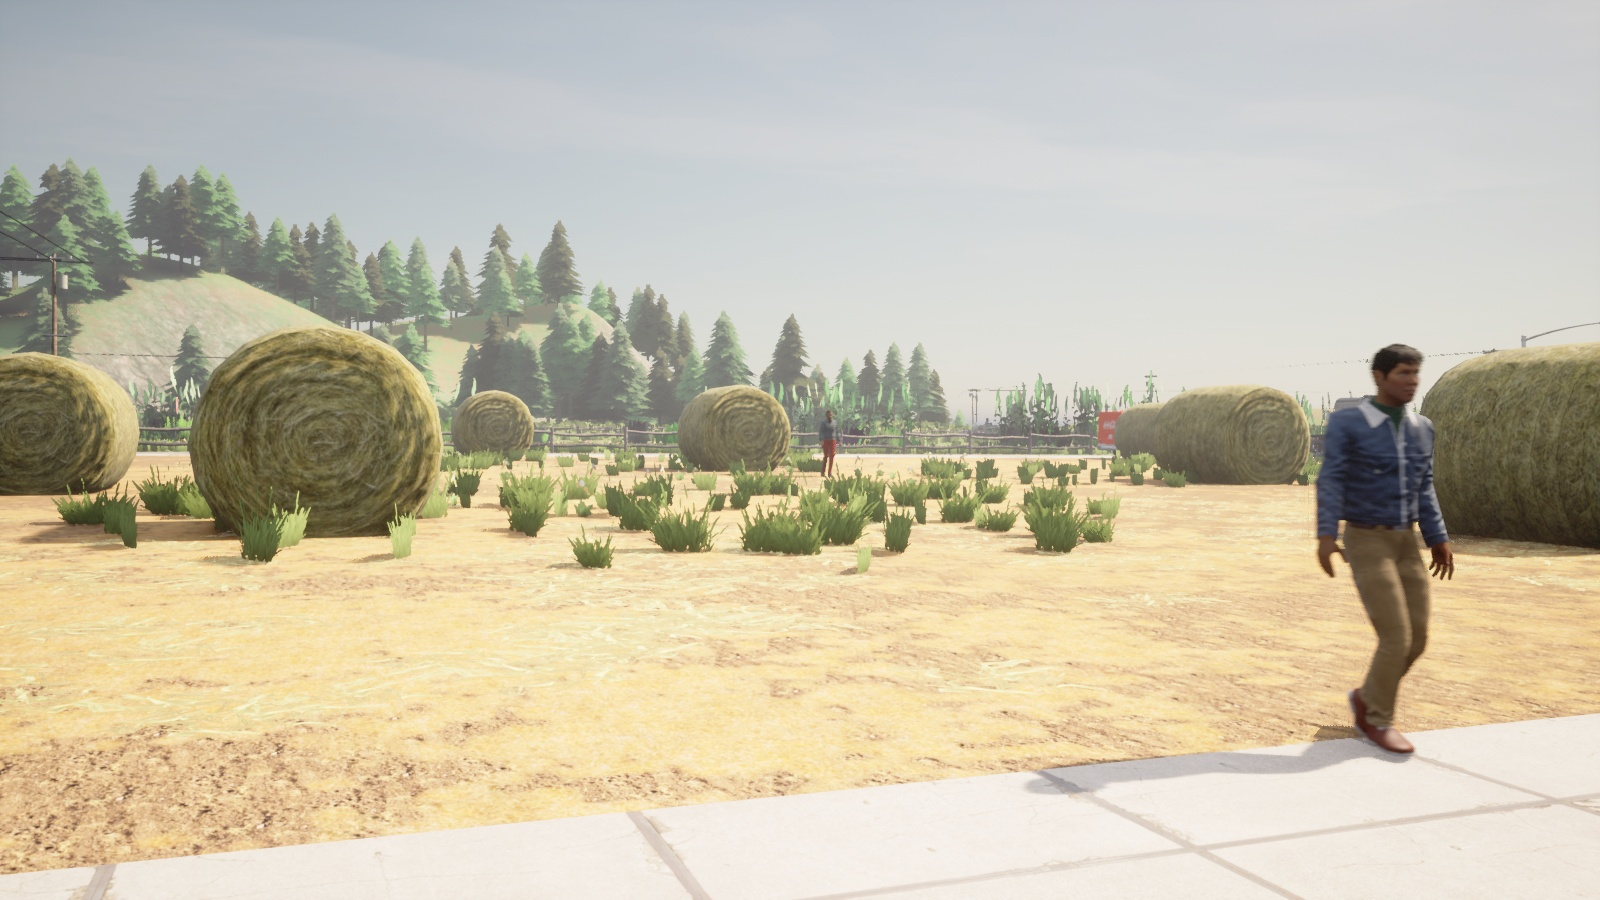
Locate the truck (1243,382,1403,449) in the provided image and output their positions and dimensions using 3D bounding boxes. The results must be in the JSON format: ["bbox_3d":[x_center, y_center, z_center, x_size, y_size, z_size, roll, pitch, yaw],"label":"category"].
[{"bbox_3d":[28.180,-1.856,67.655,7.936,3.462,2.891,-1,1,-17],"label":"truck"}]

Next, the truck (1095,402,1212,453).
[{"bbox_3d":[18.164,-1.182,64.600,5.204,2.467,2.627,-1,1,-17],"label":"truck"}]

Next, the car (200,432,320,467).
[{"bbox_3d":[-23.770,-0.026,55.473,4.674,1.442,1.812,-1,1,-17],"label":"car"}]

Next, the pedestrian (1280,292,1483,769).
[{"bbox_3d":[2.550,0.322,5.562,0.423,1.949,0.788,-1,1,-12],"label":"pedestrian"}]

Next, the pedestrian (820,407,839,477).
[{"bbox_3d":[0.774,-0.222,33.290,0.353,1.847,0.614,-1,1,-11],"label":"pedestrian"}]
